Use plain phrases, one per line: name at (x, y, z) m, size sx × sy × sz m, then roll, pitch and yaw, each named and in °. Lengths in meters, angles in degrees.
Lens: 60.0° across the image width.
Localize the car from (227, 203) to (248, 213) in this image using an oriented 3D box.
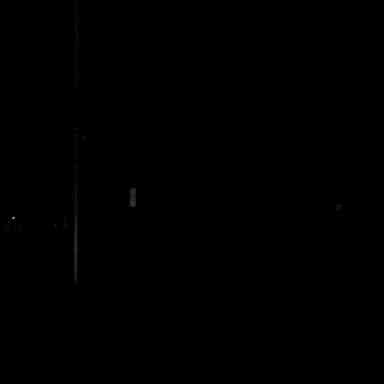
car at (7.548, 2.539, 54.548) m, size 2.128 × 1.511 × 4.902 m, roll 2°, pitch -1°, yaw 35°

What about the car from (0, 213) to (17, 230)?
car at (-13.321, 1.568, 20.161) m, size 1.882 × 1.535 × 5.008 m, roll 2°, pitch 0°, yaw 35°
